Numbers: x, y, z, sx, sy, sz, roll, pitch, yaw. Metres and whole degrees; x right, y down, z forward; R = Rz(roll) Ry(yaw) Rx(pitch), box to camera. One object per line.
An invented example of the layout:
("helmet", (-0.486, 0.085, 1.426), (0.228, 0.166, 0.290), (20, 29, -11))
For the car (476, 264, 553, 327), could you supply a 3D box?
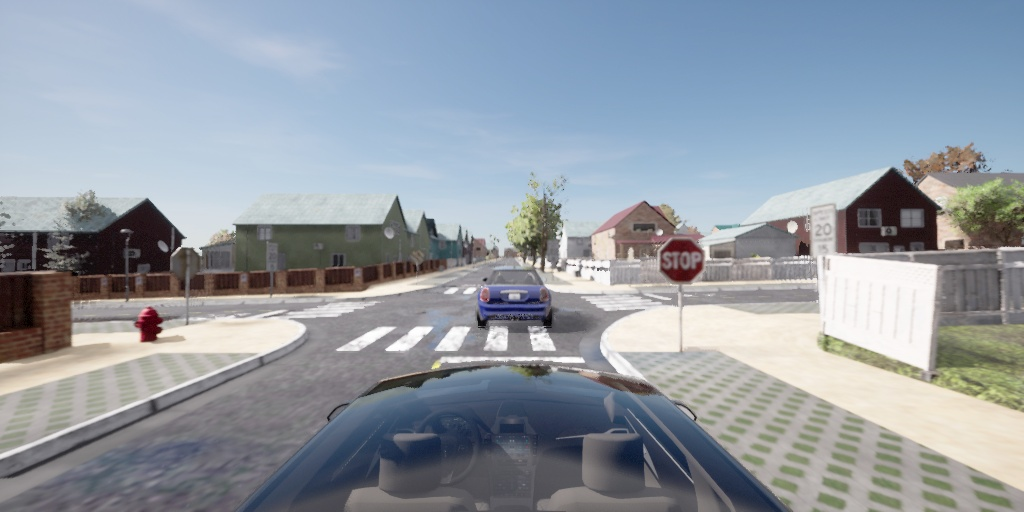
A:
("car", (0.078, 1.099, 11.619), (2.097, 1.767, 4.553), (0, 0, 0))
